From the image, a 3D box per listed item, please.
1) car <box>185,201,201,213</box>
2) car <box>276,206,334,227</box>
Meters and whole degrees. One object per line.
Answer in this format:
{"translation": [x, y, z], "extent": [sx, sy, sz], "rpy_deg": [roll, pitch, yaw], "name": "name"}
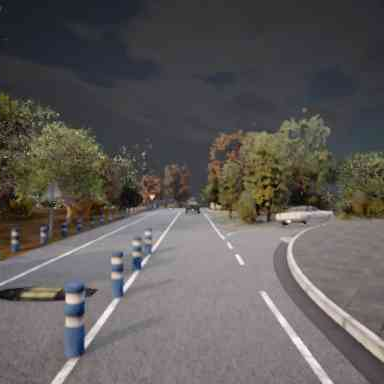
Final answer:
{"translation": [0.084, 2.025, 44.209], "extent": [1.837, 1.490, 4.892], "rpy_deg": [0, -1, 0], "name": "car"}
{"translation": [7.926, 1.659, 22.992], "extent": [4.718, 1.301, 1.895], "rpy_deg": [2, -7, -41], "name": "car"}
